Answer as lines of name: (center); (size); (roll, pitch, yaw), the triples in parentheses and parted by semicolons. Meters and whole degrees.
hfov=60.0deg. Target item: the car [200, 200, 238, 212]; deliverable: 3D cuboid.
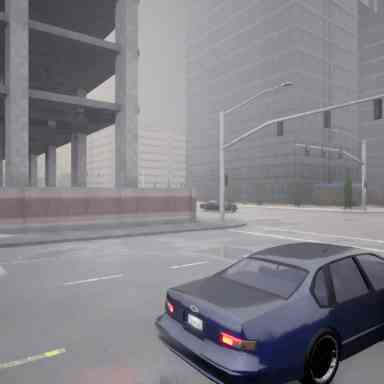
car: (2.994, 1.601, 37.401); (1.895, 1.301, 4.718); (0, 0, -36)

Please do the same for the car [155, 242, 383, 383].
car: (2.091, 1.547, 5.281); (5.357, 1.411, 2.033); (0, 0, -35)
